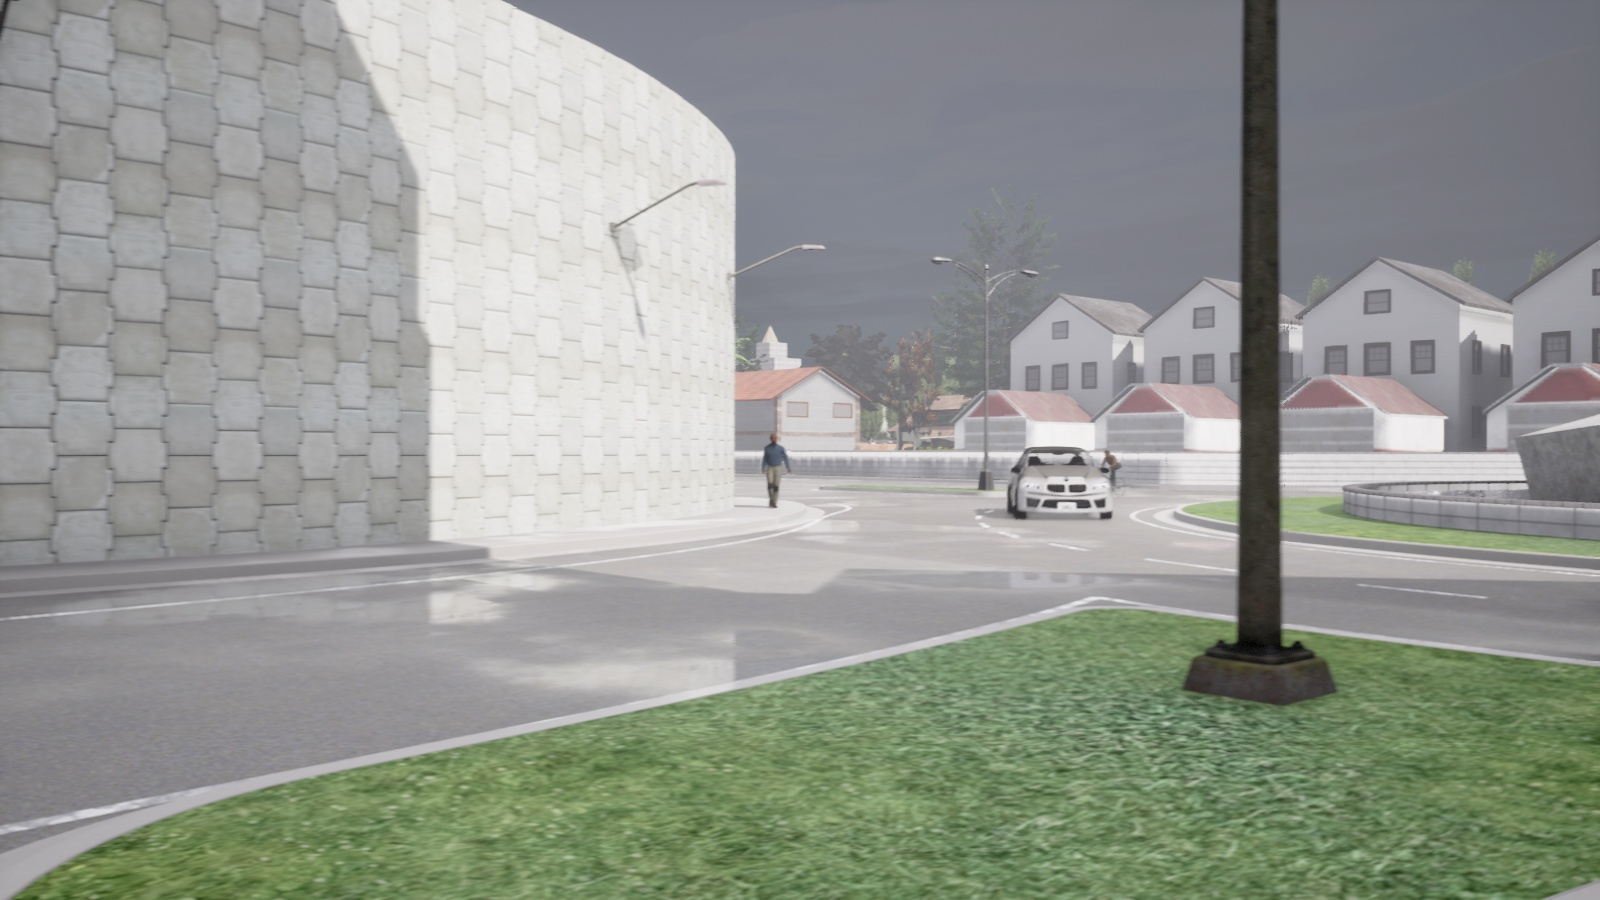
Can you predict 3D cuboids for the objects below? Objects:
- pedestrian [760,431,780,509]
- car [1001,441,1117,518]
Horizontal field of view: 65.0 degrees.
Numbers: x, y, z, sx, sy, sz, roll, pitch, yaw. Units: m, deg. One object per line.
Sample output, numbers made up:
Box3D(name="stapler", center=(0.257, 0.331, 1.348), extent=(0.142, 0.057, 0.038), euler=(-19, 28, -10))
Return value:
Box3D(name="pedestrian", center=(-0.708, 0.469, 29.957), extent=(0.370, 1.835, 0.726), euler=(0, 0, 7))
Box3D(name="car", center=(6.004, 0.644, 29.654), extent=(2.242, 1.667, 4.611), euler=(0, 0, 6))
